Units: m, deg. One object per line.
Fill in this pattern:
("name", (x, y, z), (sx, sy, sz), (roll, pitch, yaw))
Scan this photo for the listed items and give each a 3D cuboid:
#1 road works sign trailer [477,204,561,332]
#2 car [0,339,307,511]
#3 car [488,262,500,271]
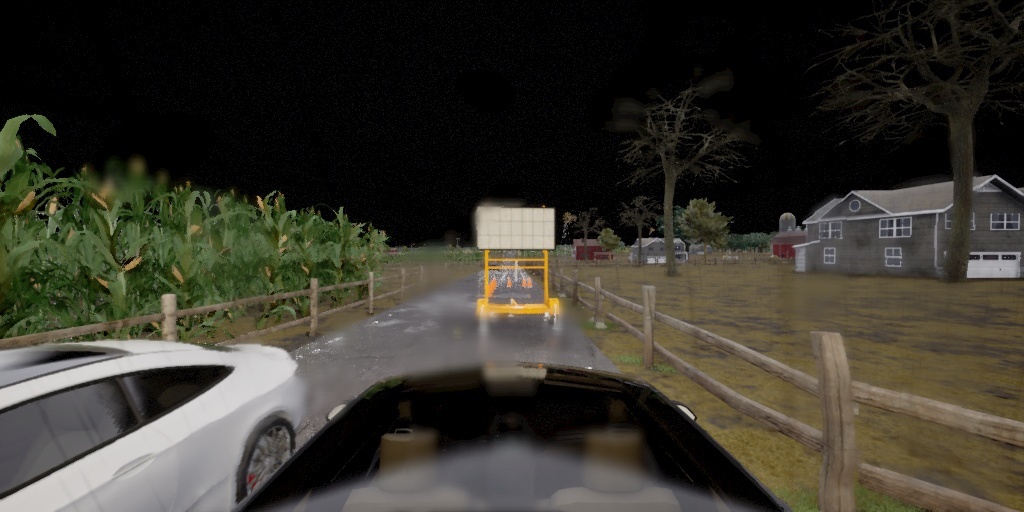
("road works sign trailer", (0.121, 0.227, 11.037), (2.380, 3.560, 2.880), (0, 0, -5))
("car", (-2.837, 1.275, 1.597), (1.812, 1.442, 4.674), (0, 0, 0))
("car", (-2.747, 1.515, 51.014), (1.895, 1.301, 4.718), (0, 0, 0))
